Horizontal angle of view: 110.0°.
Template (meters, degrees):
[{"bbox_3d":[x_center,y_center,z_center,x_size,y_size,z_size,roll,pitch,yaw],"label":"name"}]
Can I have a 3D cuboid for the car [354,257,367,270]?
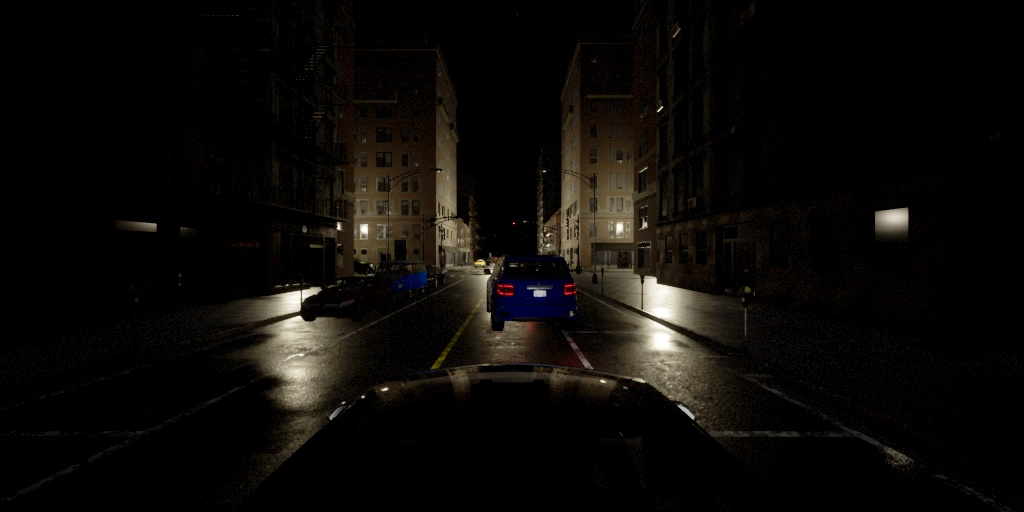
[{"bbox_3d":[-18.212,1.066,40.095,5.566,2.045,2.150,0,0,0],"label":"car"}]

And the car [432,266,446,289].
[{"bbox_3d":[-5.381,1.301,23.044,2.007,1.370,4.403,0,0,0],"label":"car"}]

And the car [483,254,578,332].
[{"bbox_3d":[0.365,0.972,11.072,2.150,2.045,5.566,0,0,-6],"label":"car"}]

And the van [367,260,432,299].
[{"bbox_3d":[-5.385,1.091,17.638,1.690,1.789,3.998,0,0,0],"label":"van"}]

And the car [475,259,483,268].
[{"bbox_3d":[-5.362,1.276,60.837,1.751,1.417,4.829,0,0,0],"label":"car"}]

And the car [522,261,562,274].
[{"bbox_3d":[3.432,1.296,41.785,4.181,1.385,1.994,0,0,-18],"label":"car"}]

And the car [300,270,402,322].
[{"bbox_3d":[-5.389,1.332,12.231,1.802,1.307,4.207,0,0,0],"label":"car"}]
